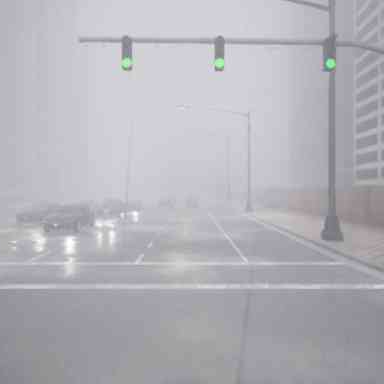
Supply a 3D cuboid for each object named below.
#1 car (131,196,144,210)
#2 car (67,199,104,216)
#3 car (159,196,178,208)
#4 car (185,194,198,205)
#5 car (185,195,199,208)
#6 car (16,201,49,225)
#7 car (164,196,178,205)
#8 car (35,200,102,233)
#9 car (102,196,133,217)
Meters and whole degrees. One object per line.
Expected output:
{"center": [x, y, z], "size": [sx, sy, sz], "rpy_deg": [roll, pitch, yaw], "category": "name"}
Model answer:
{"center": [-7.087, 1.530, 40.402], "size": [1.895, 1.301, 4.718], "rpy_deg": [0, 0, 0], "category": "car"}
{"center": [-10.601, 1.489, 33.648], "size": [2.033, 1.411, 5.357], "rpy_deg": [0, 0, 0], "category": "car"}
{"center": [-3.509, 1.411, 45.992], "size": [2.128, 1.511, 4.902], "rpy_deg": [0, 0, 0], "category": "car"}
{"center": [-0.011, 1.254, 56.247], "size": [2.097, 1.767, 4.553], "rpy_deg": [0, 0, 0], "category": "car"}
{"center": [-0.009, 1.467, 45.993], "size": [2.033, 1.411, 5.357], "rpy_deg": [0, 0, 0], "category": "car"}
{"center": [-10.602, 1.436, 23.737], "size": [1.882, 1.535, 5.008], "rpy_deg": [0, 0, 0], "category": "car"}
{"center": [-3.511, 1.393, 56.277], "size": [2.128, 1.511, 4.902], "rpy_deg": [0, 0, 0], "category": "car"}
{"center": [-7.103, 1.470, 19.727], "size": [1.837, 1.490, 4.892], "rpy_deg": [0, 0, 0], "category": "car"}
{"center": [-7.102, 1.439, 30.077], "size": [2.128, 1.511, 4.902], "rpy_deg": [0, 0, 0], "category": "car"}
